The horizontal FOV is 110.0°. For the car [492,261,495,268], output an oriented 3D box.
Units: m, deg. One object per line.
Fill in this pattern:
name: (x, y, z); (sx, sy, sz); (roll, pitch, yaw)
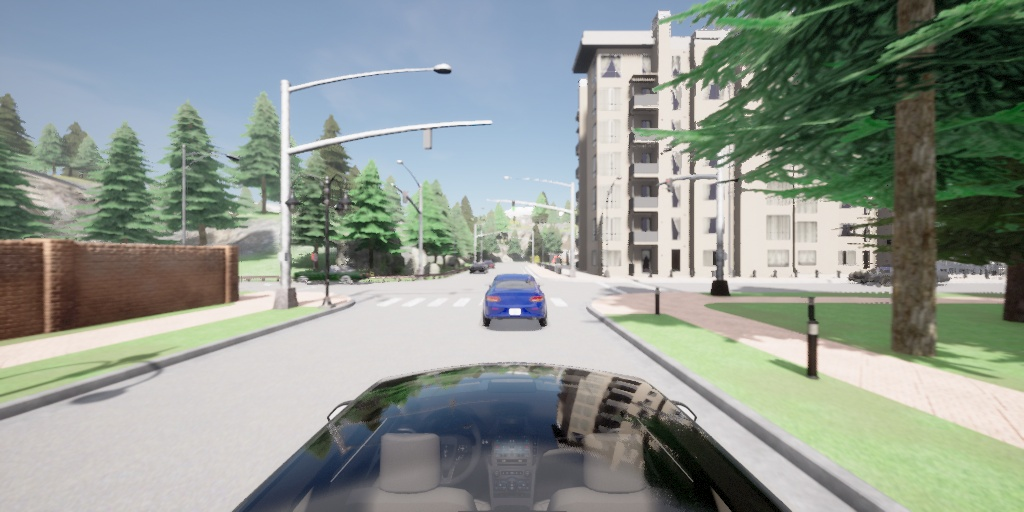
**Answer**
car: (-3.625, 1.309, 54.797); (1.994, 1.385, 4.181); (0, 0, 0)

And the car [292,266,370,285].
car: (-12.818, 1.349, 25.501); (4.718, 1.301, 1.895); (0, 0, -2)

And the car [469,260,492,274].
car: (-3.753, 1.355, 41.013); (1.895, 1.301, 4.718); (0, 0, 1)

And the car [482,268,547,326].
car: (0.080, 1.269, 11.561); (1.812, 1.442, 4.674); (0, 0, 0)

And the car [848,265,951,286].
car: (26.341, 1.298, 24.467); (5.357, 1.411, 2.033); (0, 0, 1)
